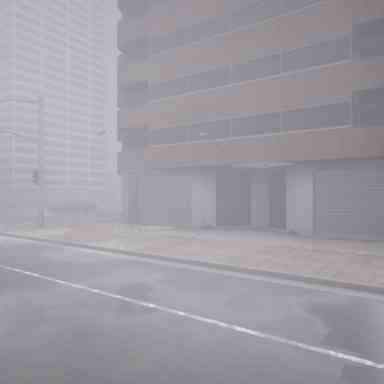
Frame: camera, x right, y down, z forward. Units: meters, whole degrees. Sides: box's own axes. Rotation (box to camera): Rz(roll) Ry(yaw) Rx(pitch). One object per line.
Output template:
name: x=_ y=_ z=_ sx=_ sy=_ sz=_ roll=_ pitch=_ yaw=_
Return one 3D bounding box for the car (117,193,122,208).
car: x=-7.338 y=1.352 z=44.654 sx=2.097 sy=1.767 sz=4.553 roll=0 pitch=0 yaw=35

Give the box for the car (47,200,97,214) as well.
car: x=-13.034 y=1.547 z=36.532 sx=2.033 sy=1.411 sz=5.357 roll=0 pitch=0 yaw=35
